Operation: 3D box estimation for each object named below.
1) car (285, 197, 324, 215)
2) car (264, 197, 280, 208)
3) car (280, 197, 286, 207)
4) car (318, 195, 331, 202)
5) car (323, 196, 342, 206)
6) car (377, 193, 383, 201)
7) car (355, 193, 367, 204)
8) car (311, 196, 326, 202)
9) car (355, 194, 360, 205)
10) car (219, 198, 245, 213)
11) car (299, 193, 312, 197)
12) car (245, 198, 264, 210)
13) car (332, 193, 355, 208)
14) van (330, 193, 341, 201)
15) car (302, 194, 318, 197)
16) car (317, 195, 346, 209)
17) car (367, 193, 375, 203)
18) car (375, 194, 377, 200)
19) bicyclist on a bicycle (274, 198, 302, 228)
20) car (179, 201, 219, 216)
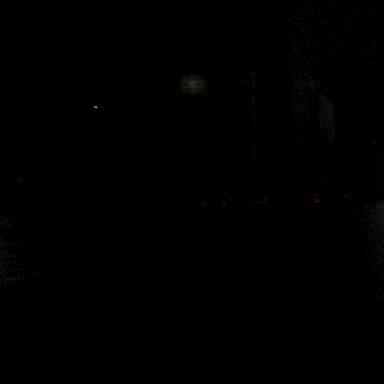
[{"bbox_3d":[10.726,1.424,31.520,1.947,1.339,4.313,0,0,35],"label":"car"},{"bbox_3d":[10.037,1.425,45.509,1.752,1.417,4.829,0,0,35],"label":"car"},{"bbox_3d":[13.343,1.455,50.288,1.947,1.339,4.313,0,0,35],"label":"car"},{"bbox_3d":[29.384,1.427,73.477,1.802,1.307,4.206,0,0,35],"label":"car"},{"bbox_3d":[22.549,1.334,53.135,1.837,1.490,4.892,-1,0,35],"label":"car"},{"bbox_3d":[42.804,1.359,77.893,1.802,1.307,4.206,-1,0,35],"label":"car"},{"bbox_3d":[26.764,1.118,54.707,2.192,1.841,5.009,0,0,35],"label":"car"},{"bbox_3d":[26.177,1.418,68.840,1.947,1.339,4.313,0,0,35],"label":"car"},{"bbox_3d":[23.557,1.378,50.069,1.947,1.339,4.313,0,0,35],"label":"car"},{"bbox_3d":[3.716,1.366,36.374,1.967,1.590,4.097,0,0,35],"label":"car"},{"bbox_3d":[19.759,1.415,59.564,1.887,1.381,4.507,0,0,35],"label":"car"},{"bbox_3d":[6.926,1.494,41.012,1.802,1.307,4.206,0,0,35],"label":"car"},{"bbox_3d":[20.348,1.136,45.433,2.192,1.841,5.009,0,0,35],"label":"car"},{"bbox_3d":[35.799,1.185,82.755,1.690,1.788,3.998,-1,0,35],"label":"van"},{"bbox_3d":[16.600,1.373,44.533,1.812,1.442,4.674,-1,0,35],"label":"car"},{"bbox_3d":[17.141,1.377,40.795,1.887,1.381,4.507,0,0,35],"label":"car"},{"bbox_3d":[33.180,1.099,63.983,2.192,1.841,5.009,0,0,35],"label":"car"},{"bbox_3d":[36.486,1.302,68.759,1.752,1.417,4.829,0,0,35],"label":"car"},{"bbox_3d":[5.263,1.177,18.418,1.656,1.620,0.582,-1,0,35],"label":"bicyclist on a bicycle"},{"bbox_3d":[0.510,1.523,31.736,1.802,1.307,4.206,0,0,35],"label":"car"}]
